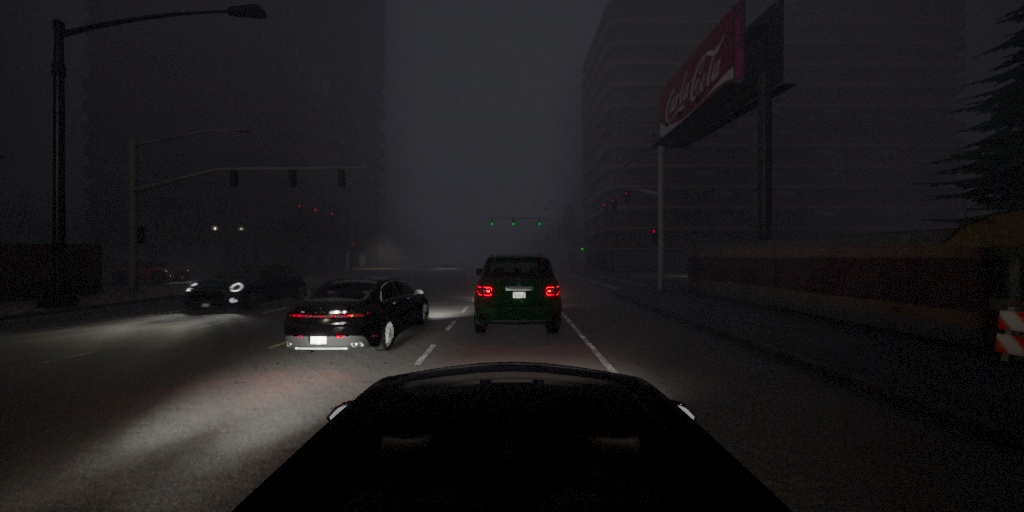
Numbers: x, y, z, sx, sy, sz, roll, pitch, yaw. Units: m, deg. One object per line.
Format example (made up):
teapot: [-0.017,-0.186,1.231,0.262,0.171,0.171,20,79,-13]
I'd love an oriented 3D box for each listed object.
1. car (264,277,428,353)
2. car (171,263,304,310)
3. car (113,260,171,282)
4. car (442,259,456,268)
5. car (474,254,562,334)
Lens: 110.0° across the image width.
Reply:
car: [-3.445,1.256,8.865,1.837,1.490,4.892,0,0,1]
car: [-10.504,1.101,14.525,2.097,1.767,4.553,0,0,0]
car: [-28.079,1.102,28.083,4.553,1.767,2.097,0,0,0]
car: [-10.516,1.275,60.236,1.812,1.442,4.674,0,0,0]
car: [0.087,0.972,10.741,2.150,2.045,5.566,0,0,-2]
